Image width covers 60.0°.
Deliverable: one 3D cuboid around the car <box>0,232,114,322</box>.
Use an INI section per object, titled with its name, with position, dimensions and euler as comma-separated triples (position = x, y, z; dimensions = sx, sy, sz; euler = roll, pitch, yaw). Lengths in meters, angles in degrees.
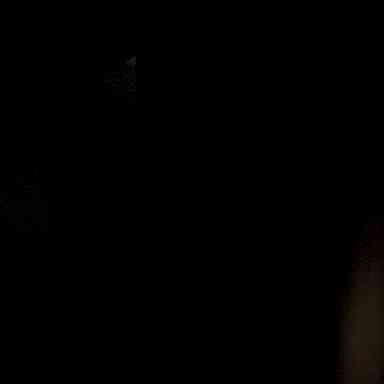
[car]
position = -3.696, 1.492, 5.655
dimensions = 4.902, 1.511, 2.128
euler = 0, 0, -36
